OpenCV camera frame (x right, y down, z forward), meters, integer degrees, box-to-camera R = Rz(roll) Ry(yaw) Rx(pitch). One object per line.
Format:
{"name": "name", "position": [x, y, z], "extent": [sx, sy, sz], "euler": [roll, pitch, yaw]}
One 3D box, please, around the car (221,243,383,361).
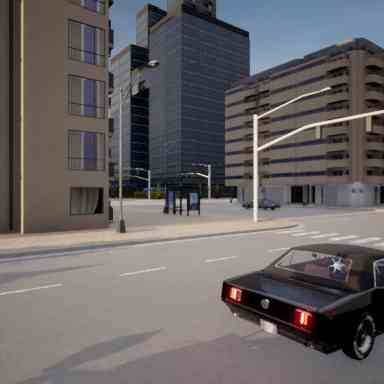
{"name": "car", "position": [2.866, 1.601, 5.959], "extent": [4.718, 1.301, 1.895], "euler": [0, 0, -36]}

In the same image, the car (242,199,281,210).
{"name": "car", "position": [8.972, 1.602, 43.407], "extent": [2.033, 1.411, 5.357], "euler": [0, 0, -37]}
